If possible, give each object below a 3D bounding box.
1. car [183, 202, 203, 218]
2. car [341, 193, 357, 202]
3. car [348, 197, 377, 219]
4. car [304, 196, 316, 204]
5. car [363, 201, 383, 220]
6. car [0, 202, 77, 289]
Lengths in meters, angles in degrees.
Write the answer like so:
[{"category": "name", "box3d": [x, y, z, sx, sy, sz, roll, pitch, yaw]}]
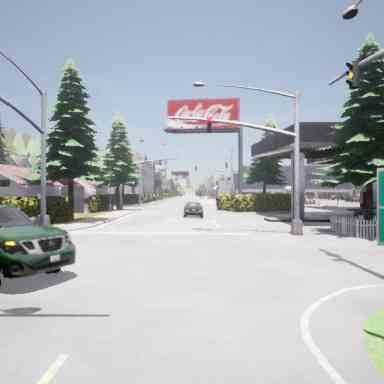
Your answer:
[{"category": "car", "box3d": [0.110, 1.633, 31.446, 2.033, 1.411, 5.357, 2, 0, -1]}, {"category": "car", "box3d": [34.755, 1.490, 71.858, 2.007, 1.523, 4.514, 0, 0, 0]}, {"category": "car", "box3d": [14.317, 1.505, 24.957, 3.866, 1.878, 1.905, 0, 0, 0]}, {"category": "car", "box3d": [22.368, 1.552, 64.040, 1.970, 1.475, 3.806, 0, 0, 0]}, {"category": "car", "box3d": [18.631, 1.672, 30.636, 4.611, 1.667, 2.242, 0, 0, 0]}, {"category": "car", "box3d": [-5.904, 1.306, 9.243, 5.566, 2.045, 2.150, -1, -1, 23]}]
